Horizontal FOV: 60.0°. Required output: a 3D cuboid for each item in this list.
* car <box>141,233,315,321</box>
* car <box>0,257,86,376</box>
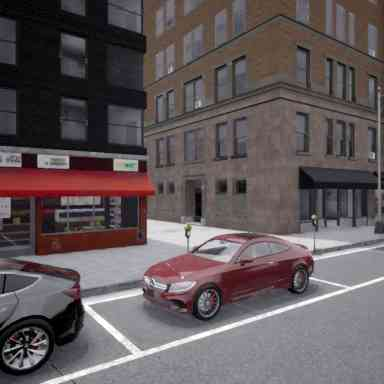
[{"bbox_3d":[0.954,1.582,7.218,4.206,1.307,1.802,0,0,-36],"label":"car"},{"bbox_3d":[-3.523,1.566,4.022,4.313,1.339,1.947,0,0,-36],"label":"car"}]
